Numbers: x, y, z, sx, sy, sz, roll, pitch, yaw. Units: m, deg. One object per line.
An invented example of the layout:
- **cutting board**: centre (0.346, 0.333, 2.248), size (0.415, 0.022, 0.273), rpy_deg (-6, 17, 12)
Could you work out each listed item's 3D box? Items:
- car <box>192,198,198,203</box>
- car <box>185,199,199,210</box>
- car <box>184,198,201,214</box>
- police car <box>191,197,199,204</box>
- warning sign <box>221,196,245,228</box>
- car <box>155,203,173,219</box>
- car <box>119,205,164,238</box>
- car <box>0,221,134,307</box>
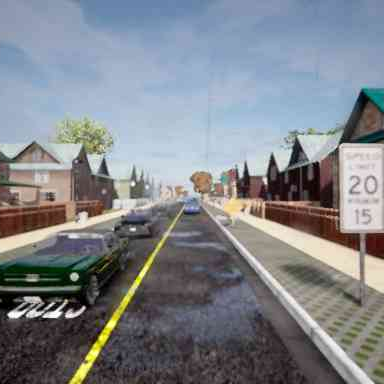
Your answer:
- **car**: centre (0.770, 2.458, 95.231), size (1.812, 1.442, 4.674), rpy_deg (0, -1, 0)
- **car**: centre (-0.025, 1.782, 48.190), size (1.882, 1.535, 5.008), rpy_deg (0, 0, 0)
- **car**: centre (0.028, 1.763, 38.042), size (2.033, 1.411, 5.357), rpy_deg (0, 0, 0)
- **police car**: centre (0.776, 2.207, 85.344), size (1.930, 1.638, 5.238), rpy_deg (0, -1, 0)
- **warning sign**: centre (2.495, 1.203, 20.245), size (1.300, 1.860, 1.060), rpy_deg (-1, -1, 0)
- **car**: centre (-2.853, 1.726, 30.850), size (1.994, 1.385, 4.181), rpy_deg (0, 0, 0)
- **car**: centre (-2.857, 1.640, 18.106), size (1.994, 1.385, 4.181), rpy_deg (0, 0, 0)
- **car**: centre (-2.855, 1.628, 8.161), size (1.895, 1.301, 4.718), rpy_deg (0, 0, 0)
